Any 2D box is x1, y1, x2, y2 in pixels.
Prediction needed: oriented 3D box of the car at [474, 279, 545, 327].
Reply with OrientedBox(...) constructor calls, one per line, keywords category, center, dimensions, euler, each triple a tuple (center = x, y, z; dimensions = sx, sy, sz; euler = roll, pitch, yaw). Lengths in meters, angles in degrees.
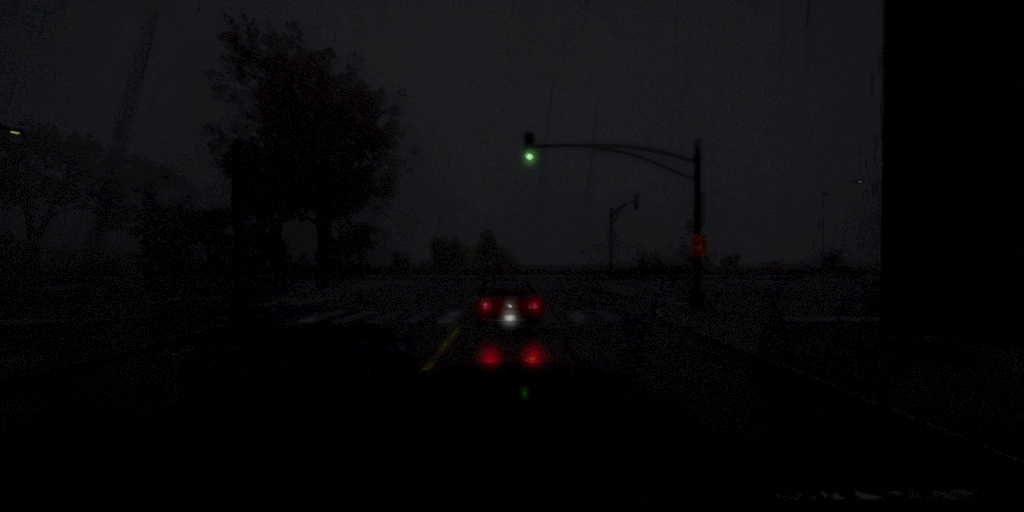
OrientedBox(category="car", center=(-0.259, 1.392, 11.686), dimensions=(1.895, 1.301, 4.718), euler=(0, -1, -5))
